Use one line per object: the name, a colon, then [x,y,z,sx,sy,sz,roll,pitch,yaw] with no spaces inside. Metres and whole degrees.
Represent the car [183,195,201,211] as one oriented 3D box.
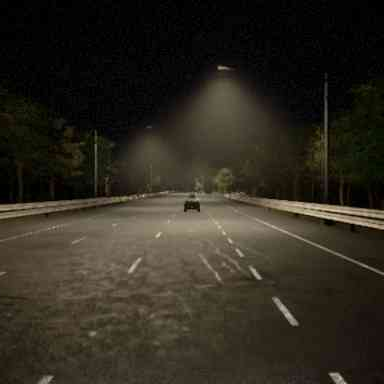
car: [0.007,1.466,39.776,2.128,1.511,4.902,0,0,0]
